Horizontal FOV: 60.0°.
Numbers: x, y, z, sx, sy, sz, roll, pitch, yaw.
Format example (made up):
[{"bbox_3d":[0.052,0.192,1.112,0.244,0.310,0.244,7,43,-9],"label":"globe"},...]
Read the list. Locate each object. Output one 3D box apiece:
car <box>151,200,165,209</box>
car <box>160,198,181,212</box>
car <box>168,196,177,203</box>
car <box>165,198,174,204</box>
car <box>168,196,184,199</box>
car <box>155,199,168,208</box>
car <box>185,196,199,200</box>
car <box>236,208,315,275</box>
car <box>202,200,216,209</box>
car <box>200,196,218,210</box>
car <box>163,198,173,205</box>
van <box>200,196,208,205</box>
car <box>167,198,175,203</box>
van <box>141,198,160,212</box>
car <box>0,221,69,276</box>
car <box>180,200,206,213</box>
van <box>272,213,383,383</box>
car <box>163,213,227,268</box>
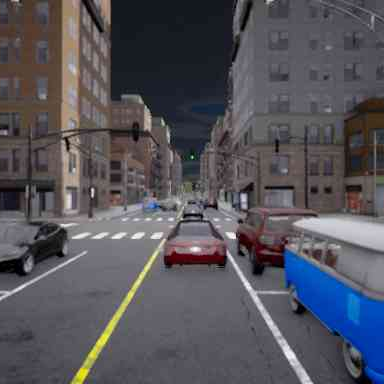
[{"bbox_3d":[-5.411,1.964,53.458,1.947,1.339,4.313,0,0,0],"label":"car"},{"bbox_3d":[-2.840,1.828,43.164,1.837,1.490,4.892,0,-1,0],"label":"car"},{"bbox_3d":[-5.405,1.990,91.303,2.192,1.841,5.009,0,0,0],"label":"car"},{"bbox_3d":[-5.407,2.147,80.489,2.008,1.369,4.403,0,0,0],"label":"car"},{"bbox_3d":[-2.809,1.960,58.323,1.812,1.442,4.674,0,0,0],"label":"car"},{"bbox_3d":[-5.410,1.982,58.864,1.887,1.381,4.507,0,0,0],"label":"car"},{"bbox_3d":[-0.007,2.005,67.438,1.837,1.490,4.892,0,0,0],"label":"car"},{"bbox_3d":[2.635,1.397,10.686,2.192,1.841,5.009,0,0,0],"label":"car"},{"bbox_3d":[2.694,1.950,53.460,2.008,1.369,4.403,0,0,0],"label":"car"},{"bbox_3d":[2.699,1.674,48.056,2.192,1.841,5.009,0,0,0],"label":"car"},{"bbox_3d":[-5.407,2.081,74.914,1.752,1.417,4.829,0,0,0],"label":"car"},{"bbox_3d":[2.672,1.898,75.087,1.690,1.788,3.998,0,0,0],"label":"van"},{"bbox_3d":[-5.406,2.201,85.895,1.947,1.339,4.313,0,0,0],"label":"car"},{"bbox_3d":[-5.413,1.659,42.648,1.690,1.788,3.998,0,0,0],"label":"van"},{"bbox_3d":[-5.389,1.647,10.683,1.947,1.339,4.313,0,0,0],"label":"car"},{"bbox_3d":[0.097,1.811,32.931,1.994,1.385,4.181,0,0,0],"label":"car"},{"bbox_3d":[2.636,1.382,5.174,1.690,1.788,3.998,0,0,0],"label":"van"},{"bbox_3d":[0.098,1.653,11.670,1.994,1.385,4.181,0,0,0],"label":"car"}]
